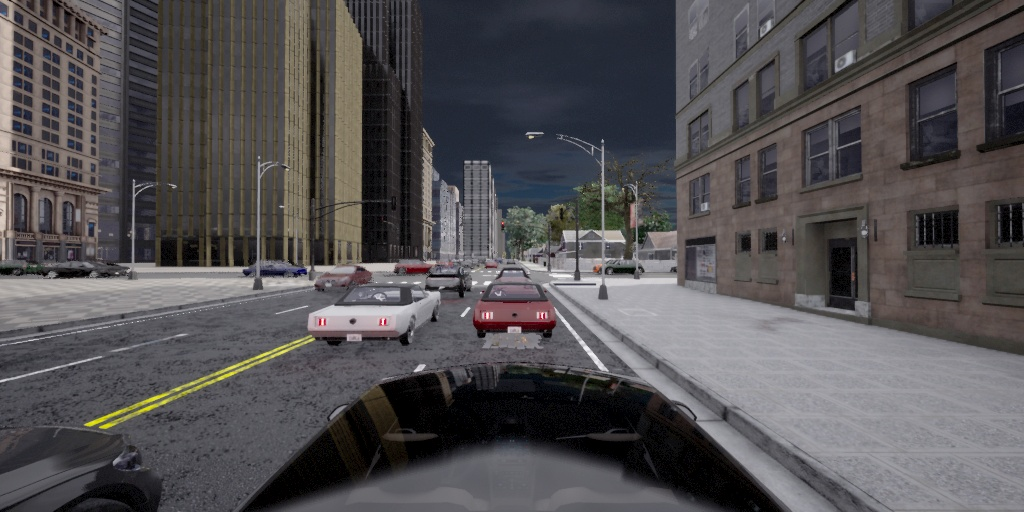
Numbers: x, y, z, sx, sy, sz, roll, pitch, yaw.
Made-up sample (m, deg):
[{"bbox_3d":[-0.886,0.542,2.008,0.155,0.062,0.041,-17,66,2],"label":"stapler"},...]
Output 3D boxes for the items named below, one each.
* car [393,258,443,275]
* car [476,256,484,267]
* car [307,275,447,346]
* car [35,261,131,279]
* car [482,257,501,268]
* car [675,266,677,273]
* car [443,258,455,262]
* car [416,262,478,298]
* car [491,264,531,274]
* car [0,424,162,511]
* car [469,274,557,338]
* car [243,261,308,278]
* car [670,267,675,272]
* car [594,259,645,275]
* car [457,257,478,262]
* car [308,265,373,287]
[{"bbox_3d":[-9.879,1.106,37.071,4.553,1.767,2.097,0,0,-24],"label":"car"},{"bbox_3d":[-6.715,1.258,64.556,1.837,1.490,4.892,0,0,0],"label":"car"},{"bbox_3d":[-3.173,1.352,9.428,1.895,1.301,4.718,0,0,0],"label":"car"},{"bbox_3d":[-35.867,1.183,30.074,5.008,1.535,1.882,0,-1,-5],"label":"car"},{"bbox_3d":[-3.308,1.317,59.215,1.994,1.385,4.181,0,0,0],"label":"car"},{"bbox_3d":[20.476,1.264,37.910,4.902,1.511,2.128,0,-1,0],"label":"car"},{"bbox_3d":[-9.968,1.105,52.593,2.097,1.767,4.553,0,0,0],"label":"car"},{"bbox_3d":[-3.192,1.243,18.682,2.128,1.511,4.902,0,0,0],"label":"car"},{"bbox_3d":[0.055,1.316,18.904,1.994,1.385,4.181,0,0,0],"label":"car"},{"bbox_3d":[-3.143,1.275,0.286,1.812,1.442,4.674,0,0,0],"label":"car"},{"bbox_3d":[0.061,1.351,10.147,1.895,1.301,4.718,0,0,0],"label":"car"},{"bbox_3d":[-20.311,1.307,30.993,4.718,1.301,1.895,0,-1,0],"label":"car"},{"bbox_3d":[21.115,1.353,41.158,5.357,1.411,2.033,0,-1,0],"label":"car"},{"bbox_3d":[11.519,1.124,37.947,4.553,1.767,2.097,0,-1,0],"label":"car"},{"bbox_3d":[-6.718,1.258,54.417,1.837,1.490,4.892,0,0,0],"label":"car"},{"bbox_3d":[-9.757,1.278,21.294,1.812,1.442,4.674,0,0,-1],"label":"car"}]
